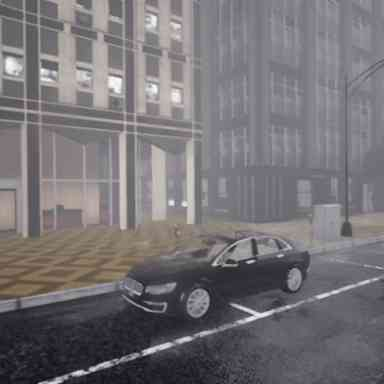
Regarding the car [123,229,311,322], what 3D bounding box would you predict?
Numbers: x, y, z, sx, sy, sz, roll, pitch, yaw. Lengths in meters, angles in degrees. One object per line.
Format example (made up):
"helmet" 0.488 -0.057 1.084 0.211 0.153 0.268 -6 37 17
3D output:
"car" 0.719 1.526 7.076 4.403 1.369 2.008 0 0 -35
